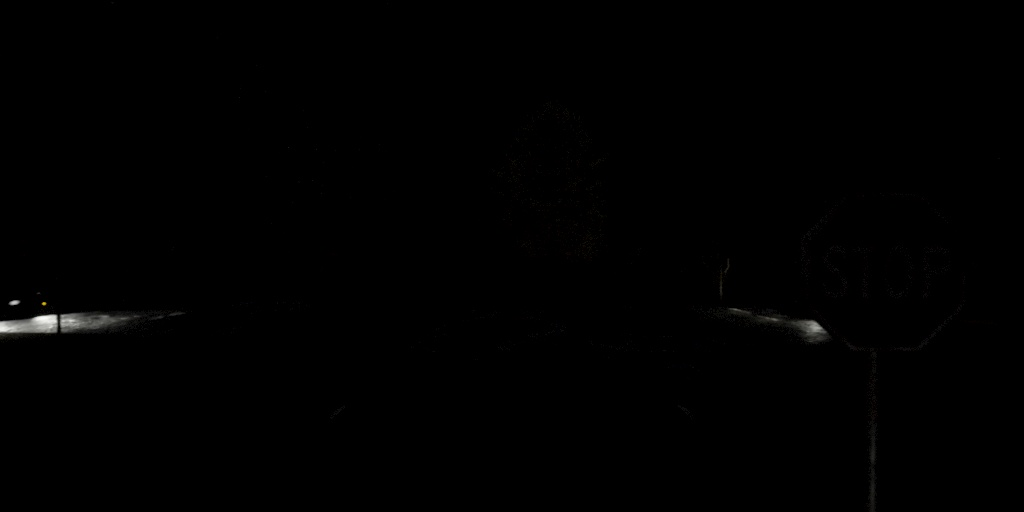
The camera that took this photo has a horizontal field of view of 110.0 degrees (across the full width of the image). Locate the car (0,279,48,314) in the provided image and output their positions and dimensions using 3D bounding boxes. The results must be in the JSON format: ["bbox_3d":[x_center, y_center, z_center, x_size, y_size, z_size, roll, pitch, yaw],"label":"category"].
[{"bbox_3d":[-17.382,1.238,11.111,4.181,1.385,1.994,1,0,0],"label":"car"}]

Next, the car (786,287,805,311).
[{"bbox_3d":[13.354,1.483,13.699,5.008,1.535,1.882,0,0,0],"label":"car"}]
